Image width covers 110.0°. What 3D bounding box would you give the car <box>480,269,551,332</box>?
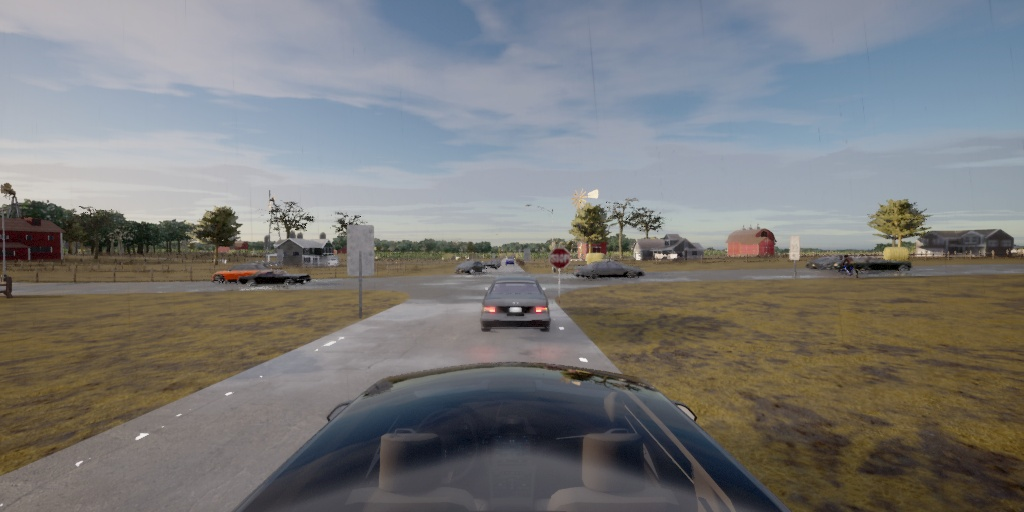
[{"bbox_3d":[0.100,1.295,10.835,2.033,1.411,5.357,0,0,0],"label":"car"}]

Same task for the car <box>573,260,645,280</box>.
[{"bbox_3d":[7.510,1.124,28.189,5.357,1.411,2.033,-1,1,0],"label":"car"}]

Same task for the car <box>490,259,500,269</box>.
[{"bbox_3d":[-3.078,1.368,52.319,1.895,1.301,4.718,0,0,0],"label":"car"}]

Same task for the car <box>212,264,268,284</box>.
[{"bbox_3d":[-23.805,1.508,31.794,4.553,1.767,2.097,-1,1,0],"label":"car"}]

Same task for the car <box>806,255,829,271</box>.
[{"bbox_3d":[28.797,0.581,31.922,4.181,1.385,1.994,-1,1,0],"label":"car"}]

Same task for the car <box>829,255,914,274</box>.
[{"bbox_3d":[28.339,0.702,28.224,4.718,1.301,1.895,-1,1,0],"label":"car"}]

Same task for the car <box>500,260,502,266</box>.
[{"bbox_3d":[-3.151,1.384,63.854,1.895,1.301,4.718,0,0,0],"label":"car"}]

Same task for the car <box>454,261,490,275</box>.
[{"bbox_3d":[-4.492,1.260,39.034,1.837,1.490,4.892,1,0,20],"label":"car"}]

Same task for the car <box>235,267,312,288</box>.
[{"bbox_3d":[-18.439,1.723,28.090,4.718,1.301,1.895,-1,1,1],"label":"car"}]

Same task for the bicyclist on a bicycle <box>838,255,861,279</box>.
[{"bbox_3d":[22.825,0.745,24.314,0.582,1.620,1.656,-1,0,0],"label":"bicyclist on a bicycle"}]
